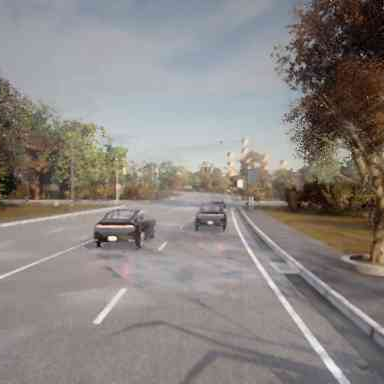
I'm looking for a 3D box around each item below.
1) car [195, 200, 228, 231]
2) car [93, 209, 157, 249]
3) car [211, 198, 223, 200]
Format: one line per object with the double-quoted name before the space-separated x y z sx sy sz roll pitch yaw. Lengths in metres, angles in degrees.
"car" 1.225 1.495 20.861 2.128 1.511 4.902 0 0 5
"car" -2.759 1.492 14.626 2.128 1.511 4.902 0 0 4
"car" 2.891 1.447 37.709 1.837 1.490 4.892 0 0 6
